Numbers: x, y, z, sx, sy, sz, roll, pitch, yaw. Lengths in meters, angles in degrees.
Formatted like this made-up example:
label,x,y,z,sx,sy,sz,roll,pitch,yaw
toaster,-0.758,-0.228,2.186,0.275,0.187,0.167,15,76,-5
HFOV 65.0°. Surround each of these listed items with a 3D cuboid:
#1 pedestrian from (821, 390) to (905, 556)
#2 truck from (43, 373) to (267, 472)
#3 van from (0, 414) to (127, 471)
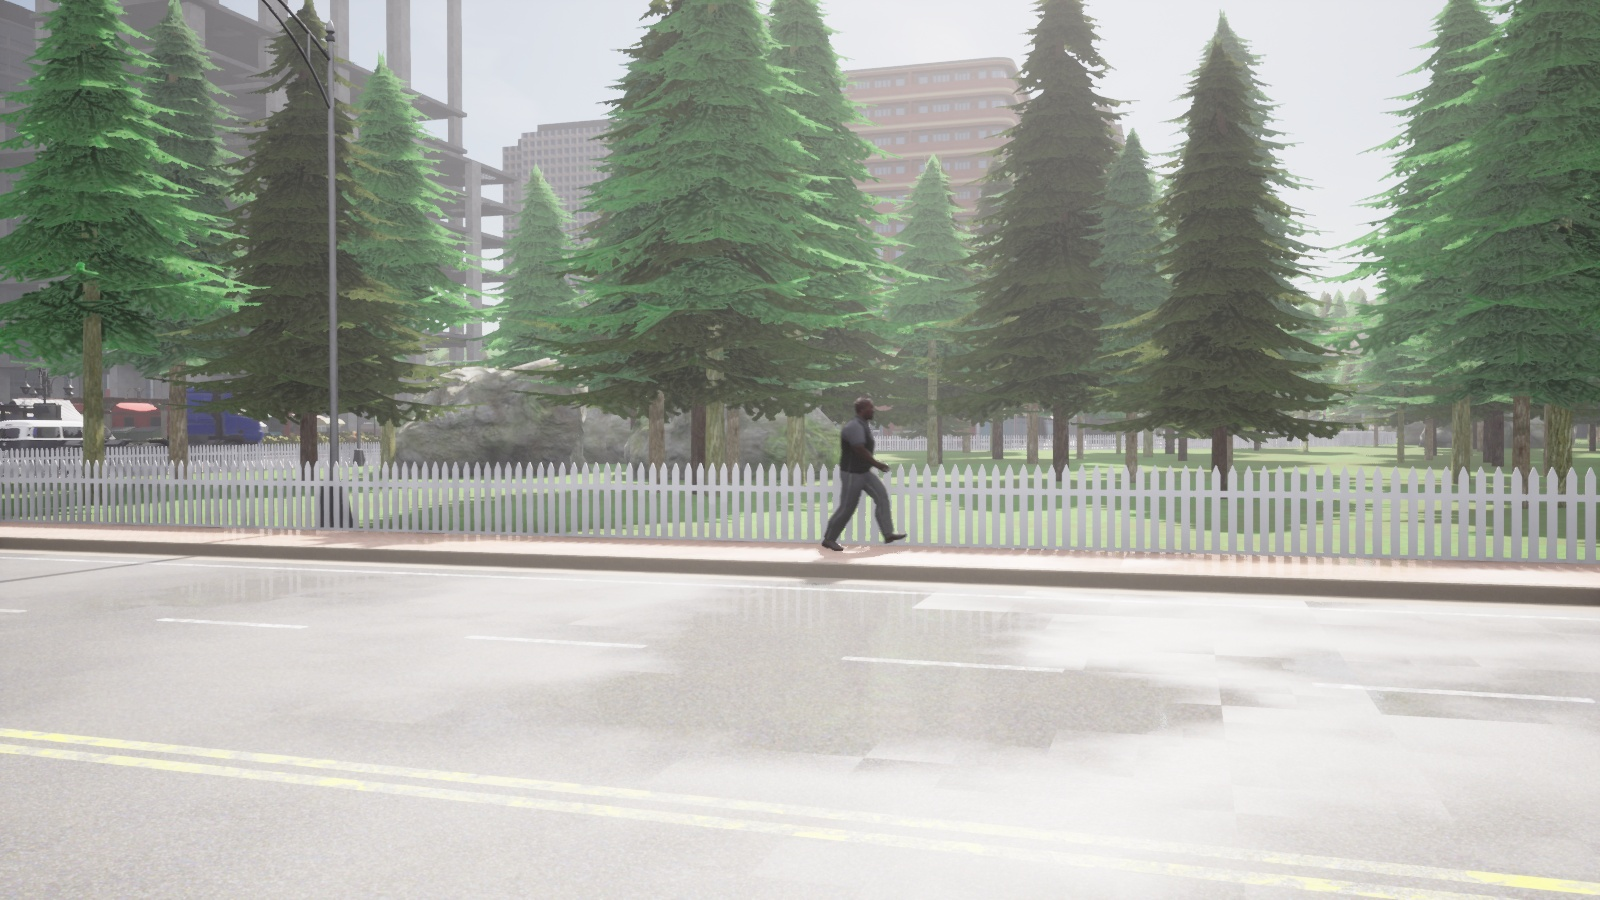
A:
label,x,y,z,sx,sy,sz,roll,pitch,yaw
pedestrian,0.737,0.254,14.593,0.849,1.883,0.563,1,1,19
truck,-24.366,-1.019,48.063,2.891,3.462,7.936,1,1,17
van,-28.173,-0.321,47.617,2.069,2.038,4.480,1,1,17
